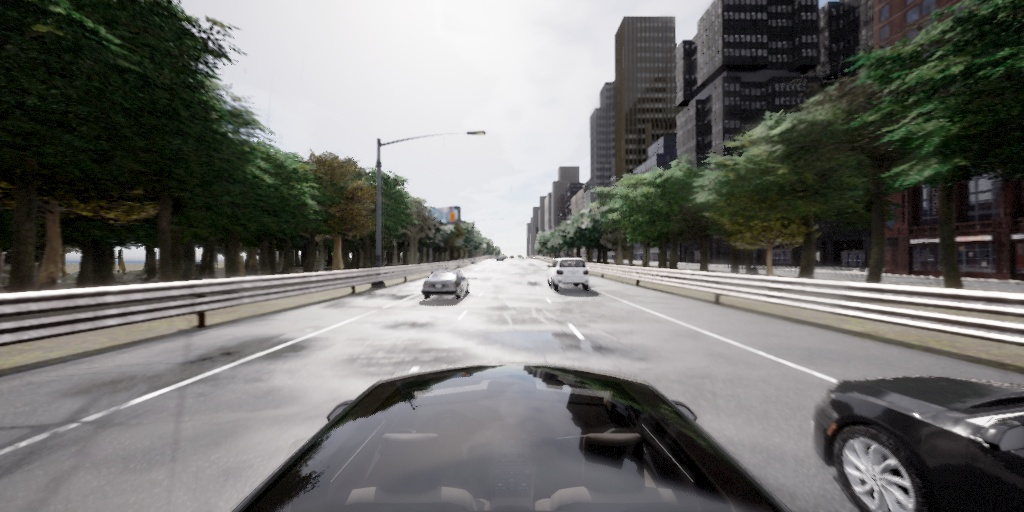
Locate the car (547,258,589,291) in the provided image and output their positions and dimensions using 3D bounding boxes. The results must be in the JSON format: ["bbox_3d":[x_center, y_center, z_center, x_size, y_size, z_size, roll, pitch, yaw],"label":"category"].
[{"bbox_3d":[3.605,1.137,23.705,2.150,2.045,5.566,0,0,0],"label":"car"}]

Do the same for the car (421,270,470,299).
[{"bbox_3d":[-3.395,1.441,19.086,2.033,1.411,5.357,0,0,0],"label":"car"}]

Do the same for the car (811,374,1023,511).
[{"bbox_3d":[3.598,1.249,1.195,1.837,1.490,4.892,0,-1,0],"label":"car"}]
